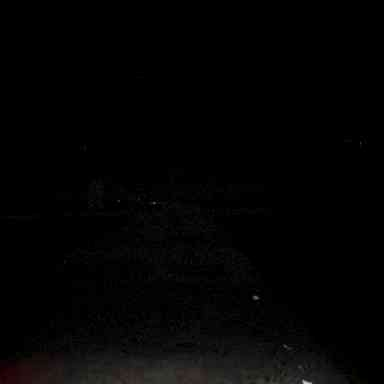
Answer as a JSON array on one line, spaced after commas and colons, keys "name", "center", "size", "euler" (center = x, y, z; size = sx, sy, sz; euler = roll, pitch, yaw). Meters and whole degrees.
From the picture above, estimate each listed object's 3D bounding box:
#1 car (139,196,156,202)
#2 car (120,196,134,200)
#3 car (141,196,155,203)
[{"name": "car", "center": [-11.246, 1.776, 83.811], "size": [1.895, 1.301, 4.718], "euler": [-1, 0, -37]}, {"name": "car", "center": [-17.906, 1.740, 91.295], "size": [4.181, 1.385, 1.994], "euler": [-1, 0, 42]}, {"name": "car", "center": [-10.434, 1.652, 77.632], "size": [1.882, 1.535, 5.008], "euler": [-1, 0, -30]}]
